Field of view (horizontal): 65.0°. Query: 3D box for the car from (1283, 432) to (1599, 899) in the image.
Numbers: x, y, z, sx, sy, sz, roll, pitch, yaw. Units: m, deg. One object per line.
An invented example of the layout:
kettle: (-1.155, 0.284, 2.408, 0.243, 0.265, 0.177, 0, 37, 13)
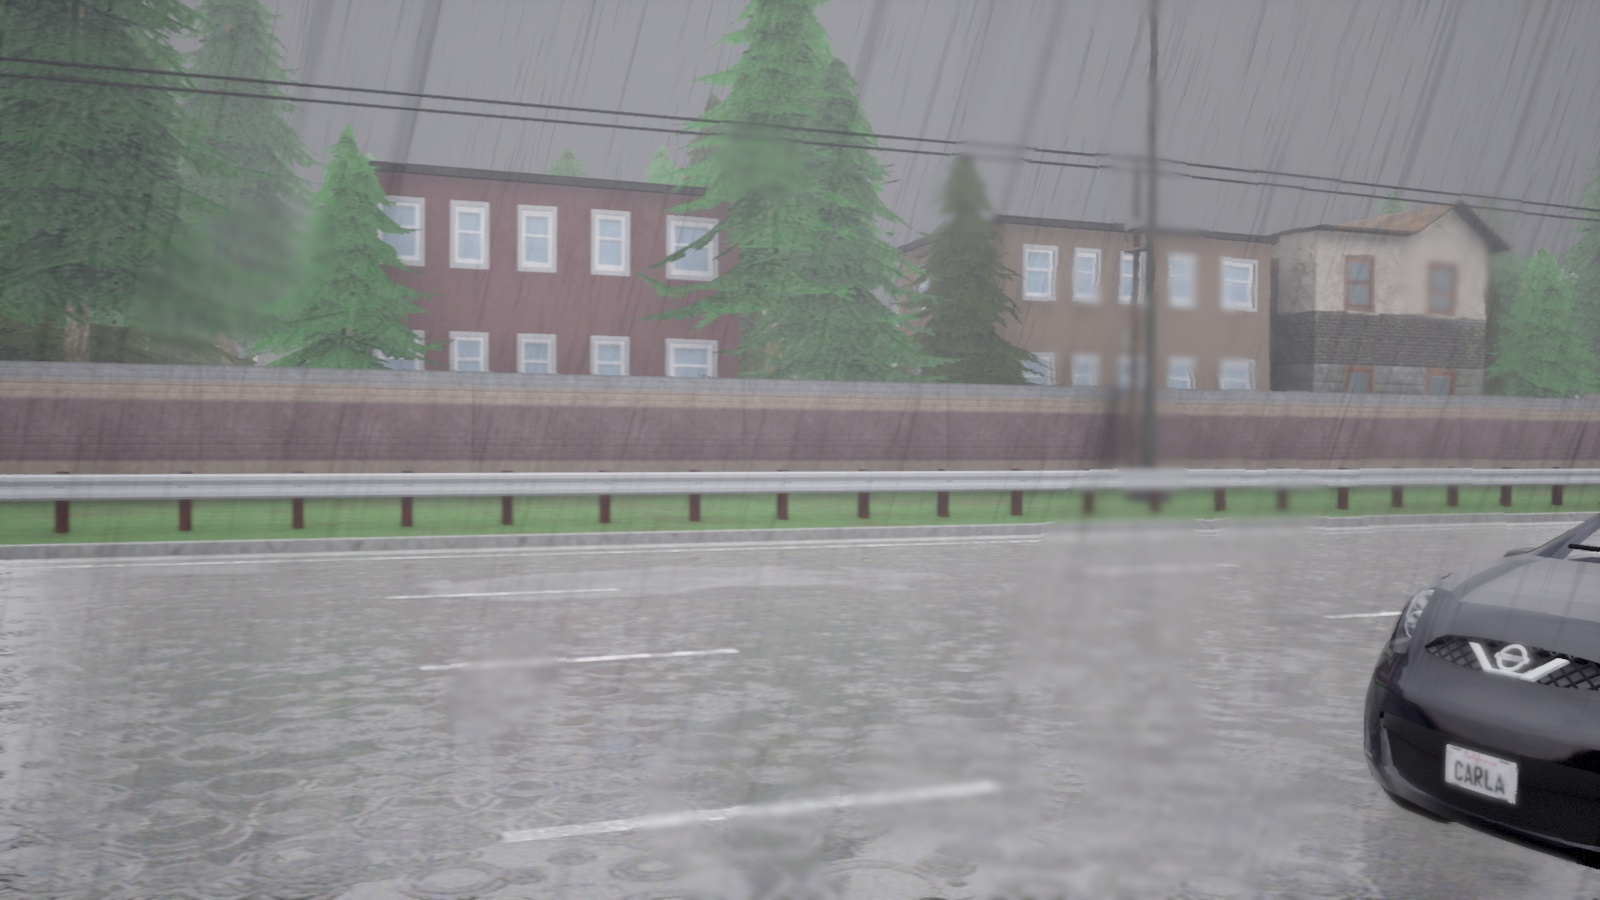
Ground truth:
car: (3.935, 0.682, 4.732, 3.633, 1.501, 1.845, -1, 1, -21)
